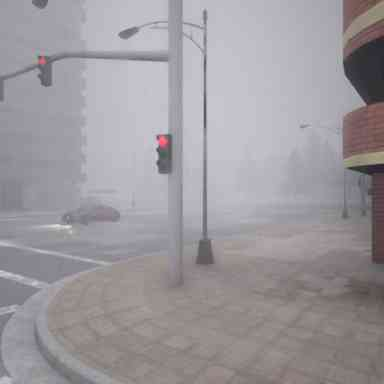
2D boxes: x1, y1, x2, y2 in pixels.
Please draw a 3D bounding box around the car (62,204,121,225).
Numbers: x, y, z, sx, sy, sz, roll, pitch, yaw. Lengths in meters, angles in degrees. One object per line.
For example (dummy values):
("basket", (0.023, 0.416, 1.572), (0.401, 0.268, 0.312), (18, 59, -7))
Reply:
("car", (-7.214, 1.556, 24.121), (1.994, 1.385, 4.181), (0, 0, 36))
